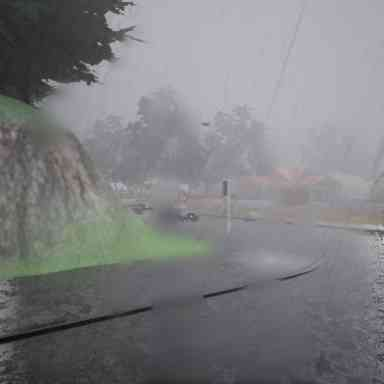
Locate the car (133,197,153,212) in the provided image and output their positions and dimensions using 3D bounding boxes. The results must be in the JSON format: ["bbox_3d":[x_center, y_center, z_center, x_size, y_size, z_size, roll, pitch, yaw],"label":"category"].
[{"bbox_3d":[-6.236,1.747,41.773,2.033,1.411,5.357,1,0,-34],"label":"car"}]

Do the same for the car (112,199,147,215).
[{"bbox_3d":[-6.972,1.720,35.618,1.994,1.385,4.181,1,0,-35],"label":"car"}]

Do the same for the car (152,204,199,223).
[{"bbox_3d":[-1.206,1.720,27.523,1.994,1.385,4.181,1,0,-35],"label":"car"}]
